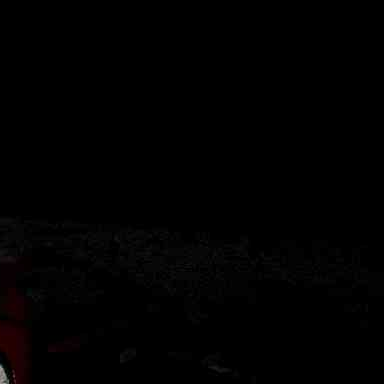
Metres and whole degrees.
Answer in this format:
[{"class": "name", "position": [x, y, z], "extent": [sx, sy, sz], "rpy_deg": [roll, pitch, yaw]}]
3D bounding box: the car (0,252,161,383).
[{"class": "car", "position": [-2.485, 1.547, 4.721], "extent": [4.507, 1.381, 1.887], "rpy_deg": [0, 0, 35]}]
